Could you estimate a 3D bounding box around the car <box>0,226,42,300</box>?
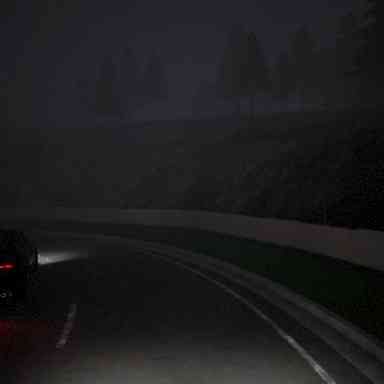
[{"bbox_3d":[-4.968,1.610,8.254,1.837,1.490,4.892,2,-1,-22],"label":"car"}]
